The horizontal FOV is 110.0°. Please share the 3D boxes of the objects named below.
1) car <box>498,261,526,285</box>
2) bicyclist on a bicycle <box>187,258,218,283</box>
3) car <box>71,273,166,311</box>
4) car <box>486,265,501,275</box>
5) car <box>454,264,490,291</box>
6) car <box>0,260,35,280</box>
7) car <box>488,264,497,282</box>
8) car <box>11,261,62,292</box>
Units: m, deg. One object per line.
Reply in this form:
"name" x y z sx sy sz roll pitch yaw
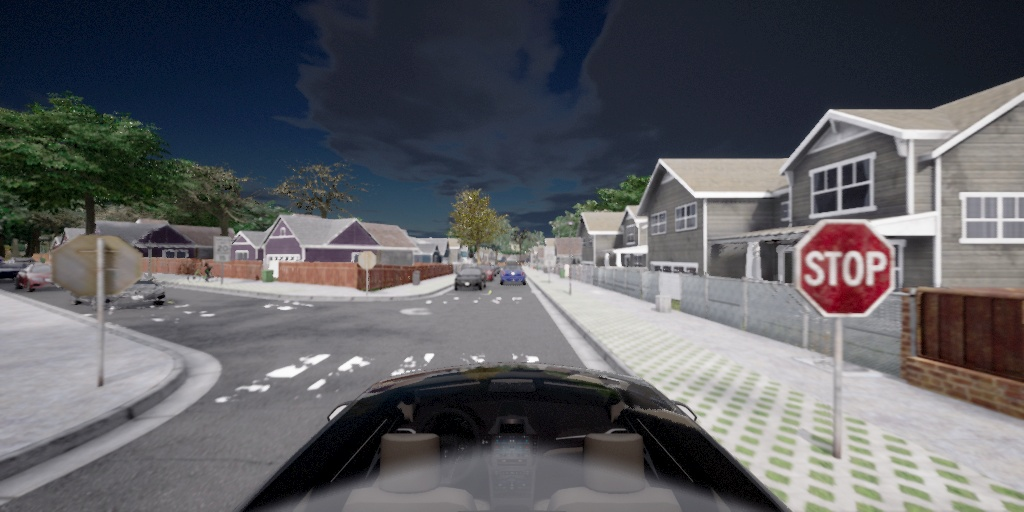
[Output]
"car" 0.079 1.515 31.411 2.097 1.767 4.553 0 -1 0
"bicyclist on a bicycle" -20.364 0.970 23.645 0.582 1.620 1.656 0 0 30
"car" -15.723 1.243 14.275 4.674 1.442 1.812 0 0 30
"car" -2.844 2.092 55.910 2.033 1.411 5.357 0 -1 0
"car" -2.864 1.551 25.334 1.882 1.535 5.008 0 -1 0
"car" -35.643 1.162 25.574 4.718 1.301 1.895 0 0 30
"car" -2.872 1.571 35.131 2.097 1.767 4.553 0 -1 0
"car" -25.957 1.163 20.092 4.674 1.442 1.812 0 0 29
